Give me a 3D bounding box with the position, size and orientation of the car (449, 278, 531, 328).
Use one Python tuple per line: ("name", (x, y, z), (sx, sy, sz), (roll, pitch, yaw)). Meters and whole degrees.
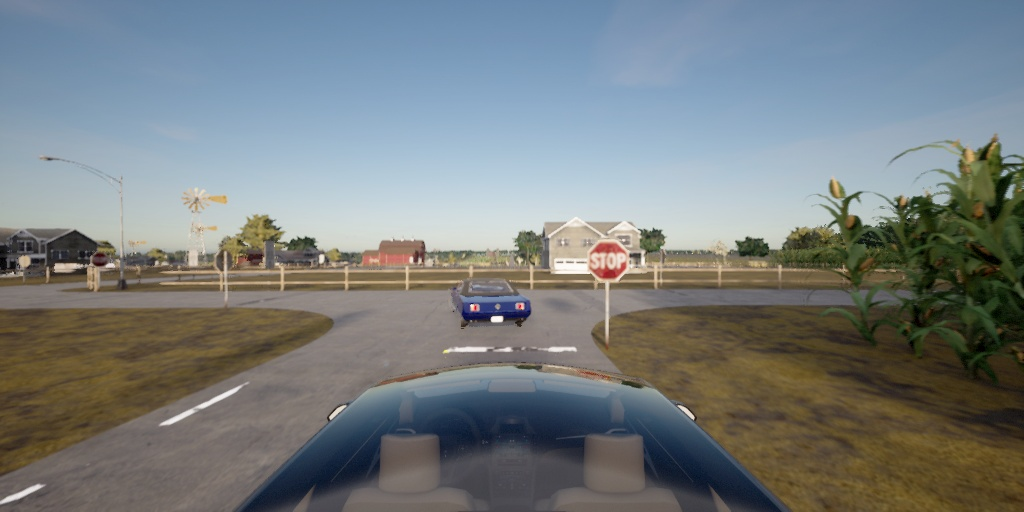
("car", (-0.933, 1.365, 11.513), (1.895, 1.301, 4.718), (0, 0, -14))
